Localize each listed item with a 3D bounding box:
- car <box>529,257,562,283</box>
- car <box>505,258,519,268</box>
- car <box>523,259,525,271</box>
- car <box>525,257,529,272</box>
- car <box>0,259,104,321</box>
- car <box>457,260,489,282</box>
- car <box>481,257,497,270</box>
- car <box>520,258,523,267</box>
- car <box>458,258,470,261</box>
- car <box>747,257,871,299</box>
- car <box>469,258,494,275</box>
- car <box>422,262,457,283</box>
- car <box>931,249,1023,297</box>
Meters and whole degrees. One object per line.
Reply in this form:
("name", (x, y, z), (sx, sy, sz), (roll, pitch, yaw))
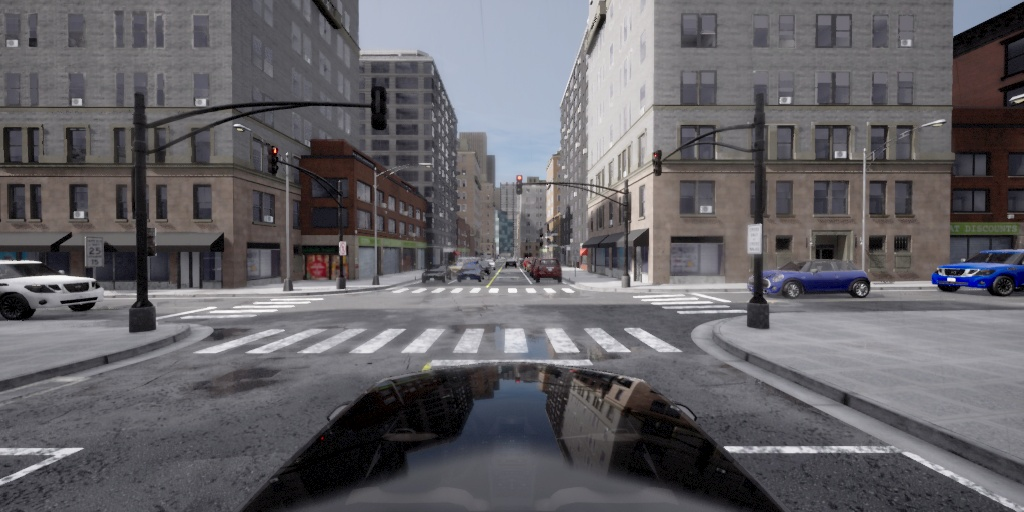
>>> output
("car", (2.744, 1.066, 28.120), (2.192, 1.841, 5.009), (0, 0, 0))
("car", (-0.171, 1.223, 61.290), (1.882, 1.535, 5.008), (0, 0, 0))
("car", (2.670, 1.276, 45.048), (1.751, 1.417, 4.829), (0, 0, 0))
("car", (2.720, 1.067, 33.706), (2.192, 1.841, 5.009), (0, 0, 0))
("car", (-18.451, 1.145, 12.945), (5.566, 2.045, 2.150), (-1, 1, -2))
("car", (-3.217, 1.300, 28.973), (2.033, 1.411, 5.357), (0, 0, 0))
("car", (-3.306, 1.275, 51.181), (1.812, 1.442, 4.674), (0, 0, 0))
("car", (2.646, 1.064, 50.464), (2.192, 1.841, 5.009), (0, 0, 0))
("car", (-5.833, 1.277, 39.083), (1.751, 1.417, 4.829), (0, 0, 0))
("car", (13.401, 0.937, 16.399), (4.553, 1.767, 2.097), (-1, 1, -1))
("car", (-3.263, 1.257, 39.050), (1.837, 1.490, 4.892), (0, 0, 0))
("car", (-5.782, 1.318, 28.081), (1.948, 1.339, 4.313), (0, 0, 0))
("car", (22.977, 0.707, 16.507), (5.566, 2.045, 2.150), (-1, 1, 0))
